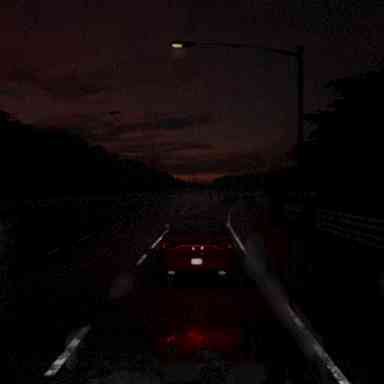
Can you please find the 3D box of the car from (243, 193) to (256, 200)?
[{"bbox_3d":[12.693,0.994,73.405,2.033,1.411,5.357,0,0,22],"label":"car"}]

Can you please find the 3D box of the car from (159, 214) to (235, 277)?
[{"bbox_3d":[0.168,1.403,10.016,1.882,1.535,5.008,0,0,1],"label":"car"}]

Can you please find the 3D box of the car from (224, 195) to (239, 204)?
[{"bbox_3d":[6.464,1.142,54.519,2.033,1.411,5.357,0,0,15],"label":"car"}]
